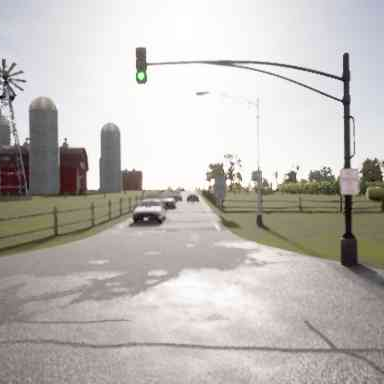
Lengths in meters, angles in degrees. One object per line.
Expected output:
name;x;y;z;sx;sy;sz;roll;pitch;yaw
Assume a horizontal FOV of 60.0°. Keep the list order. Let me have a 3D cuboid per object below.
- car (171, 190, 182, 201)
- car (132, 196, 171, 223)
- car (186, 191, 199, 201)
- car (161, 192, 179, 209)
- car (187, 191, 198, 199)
car;-2.675;0.535;53.838;2.097;1.767;4.553;-1;1;1
car;-2.817;1.228;22.952;2.033;1.411;5.357;-1;1;0
car;0.105;0.686;52.841;1.812;1.442;4.674;-1;1;0
car;-2.778;1.037;35.756;1.994;1.385;4.181;-1;1;0
car;0.131;0.567;62.846;1.994;1.385;4.181;-1;1;0
